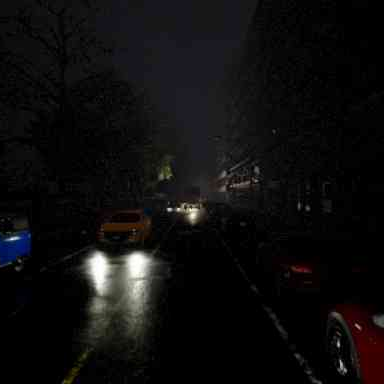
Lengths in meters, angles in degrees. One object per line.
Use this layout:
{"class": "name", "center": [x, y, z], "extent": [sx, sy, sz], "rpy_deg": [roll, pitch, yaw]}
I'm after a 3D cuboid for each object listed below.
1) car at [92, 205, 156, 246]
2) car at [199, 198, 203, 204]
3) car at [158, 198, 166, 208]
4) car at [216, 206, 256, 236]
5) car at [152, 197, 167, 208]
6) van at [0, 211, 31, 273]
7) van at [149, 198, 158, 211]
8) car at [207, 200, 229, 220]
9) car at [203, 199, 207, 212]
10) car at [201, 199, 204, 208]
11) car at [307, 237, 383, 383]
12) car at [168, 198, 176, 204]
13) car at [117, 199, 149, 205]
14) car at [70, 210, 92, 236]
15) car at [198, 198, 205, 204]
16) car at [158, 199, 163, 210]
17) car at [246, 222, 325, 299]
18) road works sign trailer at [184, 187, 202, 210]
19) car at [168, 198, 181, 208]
{"class": "car", "center": [-3.096, 1.630, 16.216], "extent": [1.882, 1.535, 5.008], "rpy_deg": [0, -1, 0]}
{"class": "car", "center": [2.703, 2.153, 59.073], "extent": [1.947, 1.339, 4.313], "rpy_deg": [0, -1, 0]}
{"class": "car", "center": [-5.678, 2.072, 53.443], "extent": [1.887, 1.381, 4.507], "rpy_deg": [0, -1, 0]}
{"class": "car", "center": [2.694, 1.752, 19.661], "extent": [1.947, 1.339, 4.313], "rpy_deg": [0, -1, 0]}
{"class": "car", "center": [-5.676, 1.901, 59.077], "extent": [2.192, 1.841, 5.009], "rpy_deg": [0, -1, 0]}
{"class": "van", "center": [-5.688, 1.420, 8.405], "extent": [1.690, 1.788, 3.998], "rpy_deg": [0, -1, 0]}
{"class": "van", "center": [-5.680, 1.751, 42.184], "extent": [1.690, 1.788, 3.998], "rpy_deg": [0, -1, 0]}
{"class": "car", "center": [2.697, 1.737, 30.921], "extent": [1.967, 1.590, 4.097], "rpy_deg": [0, -1, 0]}
{"class": "car", "center": [2.700, 1.938, 42.351], "extent": [1.752, 1.417, 4.829], "rpy_deg": [0, -1, 0]}
{"class": "car", "center": [2.701, 2.051, 47.811], "extent": [1.802, 1.307, 4.206], "rpy_deg": [0, -1, 0]}
{"class": "car", "center": [2.691, 1.468, 2.772], "extent": [1.967, 1.590, 4.097], "rpy_deg": [0, -1, 0]}
{"class": "car", "center": [-5.670, 2.399, 92.854], "extent": [1.967, 1.590, 4.097], "rpy_deg": [0, -1, 0]}
{"class": "car", "center": [-5.683, 1.610, 30.925], "extent": [2.192, 1.841, 5.009], "rpy_deg": [0, -1, 0]}
{"class": "car", "center": [-5.686, 1.751, 19.663], "extent": [1.947, 1.339, 4.313], "rpy_deg": [0, -1, 0]}
{"class": "car", "center": [2.711, 2.505, 92.851], "extent": [1.887, 1.381, 4.507], "rpy_deg": [0, -1, 0]}
{"class": "car", "center": [-5.679, 2.050, 47.812], "extent": [1.802, 1.307, 4.206], "rpy_deg": [0, -1, 0]}
{"class": "car", "center": [2.692, 1.662, 8.401], "extent": [1.802, 1.307, 4.206], "rpy_deg": [0, -1, 0]}
{"class": "road works sign trailer", "center": [0.012, 0.965, 50.845], "extent": [2.380, 3.560, 2.880], "rpy_deg": [0, -1, 0]}
{"class": "car", "center": [-3.040, 1.929, 58.153], "extent": [2.097, 1.767, 4.553], "rpy_deg": [0, -1, 0]}
